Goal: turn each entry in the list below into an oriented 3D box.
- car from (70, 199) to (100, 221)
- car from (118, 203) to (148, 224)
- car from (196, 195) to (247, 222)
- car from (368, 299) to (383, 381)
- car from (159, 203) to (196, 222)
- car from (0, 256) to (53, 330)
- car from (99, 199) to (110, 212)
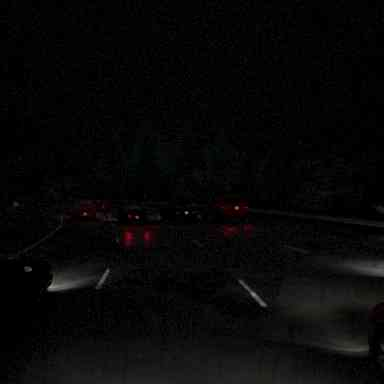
[{"bbox_3d":[-9.271,1.563,28.275,1.882,1.535,5.008,0,0,-22],"label":"car"},{"bbox_3d":[-4.598,1.588,25.552,1.812,1.442,4.674,0,0,-19],"label":"car"},{"bbox_3d":[2.432,1.261,26.698,2.150,2.045,5.566,0,0,-18],"label":"car"},{"bbox_3d":[3.280,1.344,2.294,2.097,1.767,4.553,0,0,-2],"label":"car"},{"bbox_3d":[-1.242,1.600,26.885,2.033,1.411,5.357,0,0,-19],"label":"car"},{"bbox_3d":[-3.729,1.570,4.750,2.033,1.411,5.357,0,0,-5],"label":"car"},{"bbox_3d":[-11.472,1.593,40.598,1.882,1.535,5.008,0,0,-30],"label":"car"}]
